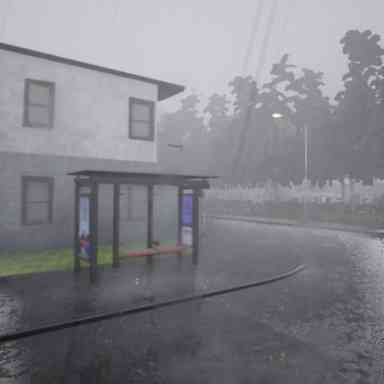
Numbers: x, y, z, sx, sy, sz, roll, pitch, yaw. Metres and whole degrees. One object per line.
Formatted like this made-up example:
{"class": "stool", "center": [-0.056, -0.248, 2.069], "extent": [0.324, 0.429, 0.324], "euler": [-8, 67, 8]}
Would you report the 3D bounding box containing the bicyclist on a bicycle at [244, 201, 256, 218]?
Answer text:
{"class": "bicyclist on a bicycle", "center": [5.460, 1.634, 31.252], "extent": [1.656, 1.620, 0.582], "euler": [1, 0, -35]}
